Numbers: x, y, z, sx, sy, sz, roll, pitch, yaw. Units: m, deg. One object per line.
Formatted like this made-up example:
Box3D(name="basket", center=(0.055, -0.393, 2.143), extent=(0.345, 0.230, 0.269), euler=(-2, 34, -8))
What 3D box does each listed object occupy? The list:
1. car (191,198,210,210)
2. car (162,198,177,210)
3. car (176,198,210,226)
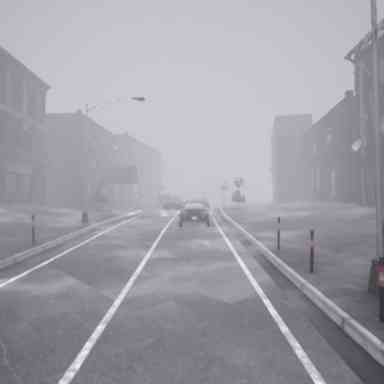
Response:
Box3D(name="car", center=(1.029, 1.364, 39.009), extent=(1.994, 1.385, 4.181), euler=(0, -1, 5))
Box3D(name="car", center=(-2.216, 1.408, 38.880), extent=(1.895, 1.301, 4.718), euler=(0, -1, 5))
Box3D(name="car", center=(0.153, 1.284, 21.043), extent=(1.812, 1.442, 4.674), euler=(0, 1, 1))
